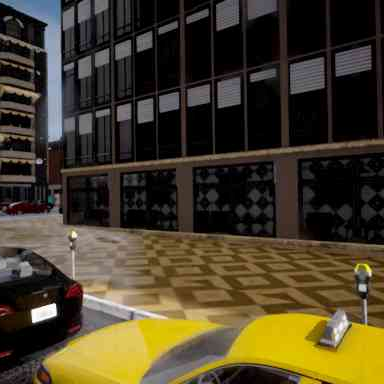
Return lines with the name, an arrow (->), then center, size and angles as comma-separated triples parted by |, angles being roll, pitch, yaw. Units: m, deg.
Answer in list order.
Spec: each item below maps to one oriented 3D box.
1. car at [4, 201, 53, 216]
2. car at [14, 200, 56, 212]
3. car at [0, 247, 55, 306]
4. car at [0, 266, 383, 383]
car -> -15.730, 1.580, 31.897 | 1.802, 1.307, 4.206 | -2, -1, 35
car -> -19.390, 1.742, 41.247 | 1.947, 1.339, 4.313 | -2, -1, 35
car -> -3.564, 1.568, 5.413 | 4.313, 1.339, 1.947 | 0, -1, 35
car -> 0.736, 1.526, 2.367 | 4.829, 1.417, 1.752 | 0, -1, 35
